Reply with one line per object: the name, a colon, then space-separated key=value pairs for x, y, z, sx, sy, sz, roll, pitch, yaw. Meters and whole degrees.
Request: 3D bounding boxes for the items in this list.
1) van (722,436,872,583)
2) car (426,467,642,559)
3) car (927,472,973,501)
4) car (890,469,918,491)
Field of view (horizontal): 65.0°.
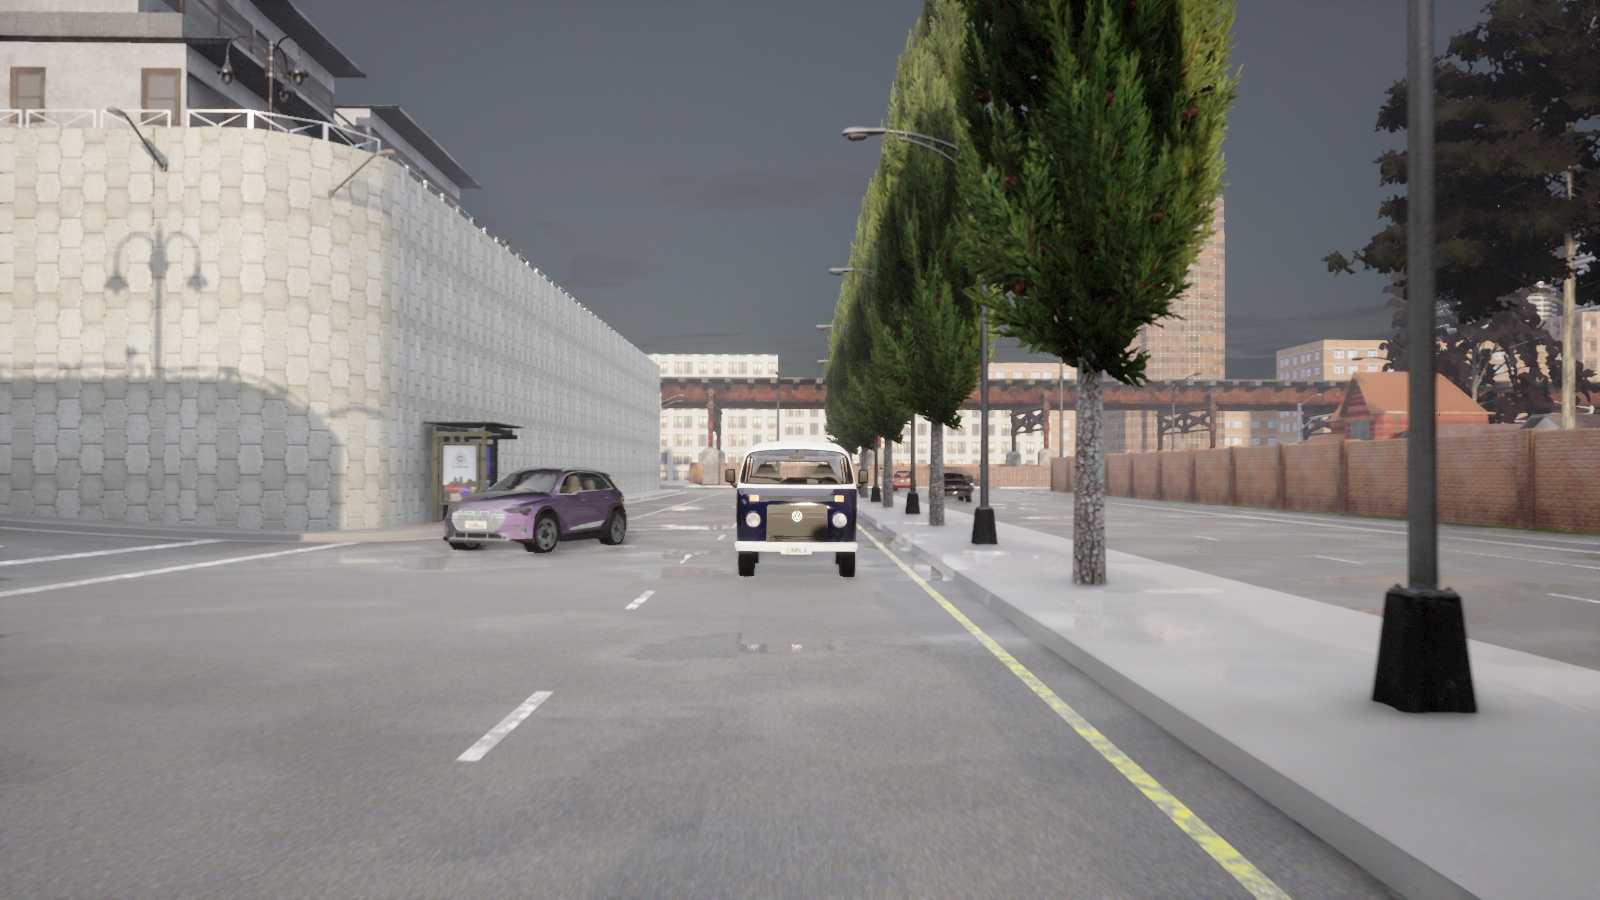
van: x=-0.048 y=0.862 z=19.643 sx=2.069 sy=2.038 sz=4.480 roll=0 pitch=-1 yaw=0
car: x=-5.137 y=1.175 z=25.054 sx=2.033 sy=1.649 sz=4.856 roll=0 pitch=-1 yaw=19
car: x=7.839 y=1.893 z=65.968 sx=1.837 sy=1.490 sz=4.892 roll=0 pitch=-1 yaw=0
car: x=8.172 y=2.323 z=98.140 sx=1.851 sy=1.617 sz=3.988 roll=0 pitch=-1 yaw=10
